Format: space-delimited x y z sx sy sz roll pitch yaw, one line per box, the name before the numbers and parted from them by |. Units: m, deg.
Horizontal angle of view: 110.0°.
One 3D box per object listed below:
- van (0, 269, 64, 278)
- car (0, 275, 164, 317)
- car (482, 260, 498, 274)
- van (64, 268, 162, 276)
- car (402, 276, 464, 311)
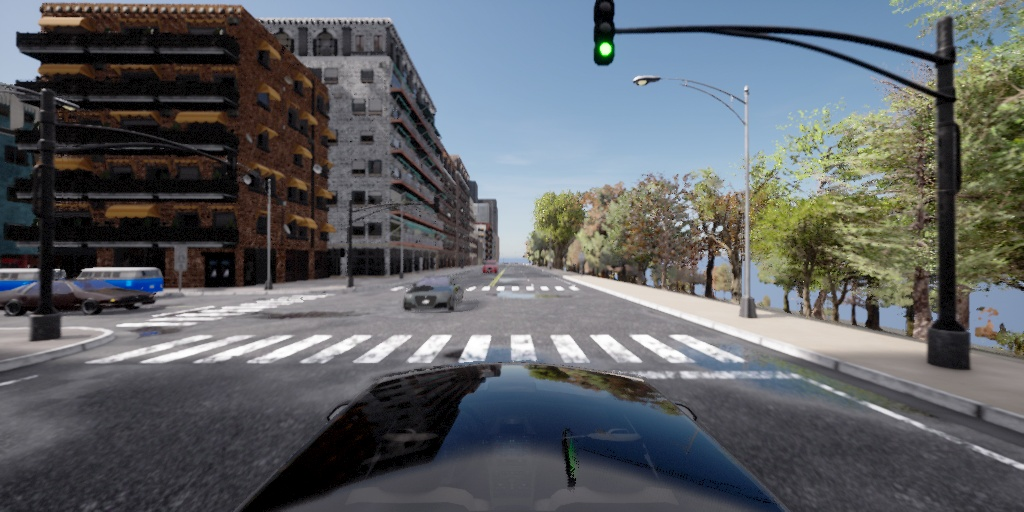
van | -28.316 1.651 20.690 3.998 1.789 1.690 0 0 -1
car | -18.364 1.682 15.040 5.357 1.411 2.033 -1 0 -1
car | -3.236 1.714 53.979 2.150 2.045 5.566 0 1 0
van | -22.714 1.578 20.767 3.998 1.789 1.690 0 0 -1
car | -3.251 1.550 15.500 1.994 1.385 4.181 0 -1 0
